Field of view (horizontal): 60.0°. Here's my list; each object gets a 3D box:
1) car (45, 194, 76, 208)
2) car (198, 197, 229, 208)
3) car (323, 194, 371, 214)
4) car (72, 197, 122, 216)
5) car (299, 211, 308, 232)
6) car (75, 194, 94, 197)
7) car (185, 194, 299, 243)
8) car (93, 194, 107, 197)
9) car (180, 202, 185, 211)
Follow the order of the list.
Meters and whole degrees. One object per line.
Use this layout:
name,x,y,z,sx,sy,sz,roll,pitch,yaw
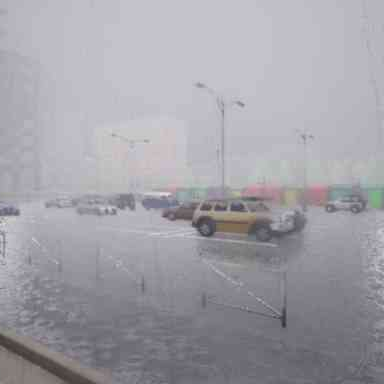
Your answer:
car,-17.475,1.416,43.537,3.806,1.475,1.970,0,0,36
car,2.961,1.396,46.066,3.905,1.438,1.784,0,0,36
car,15.419,1.185,33.506,3.866,1.878,1.905,0,0,36
car,-8.619,1.412,30.012,3.806,1.475,1.970,0,0,36
car,3.949,1.170,17.583,3.866,1.878,1.905,0,0,36
car,-15.778,1.387,45.882,3.905,1.438,1.784,0,0,36
car,2.209,1.165,15.270,4.605,1.855,1.932,0,0,36
car,-14.246,1.179,48.086,4.605,1.855,1.932,0,0,36
car,1.211,1.183,43.757,4.605,1.855,1.932,0,0,36
